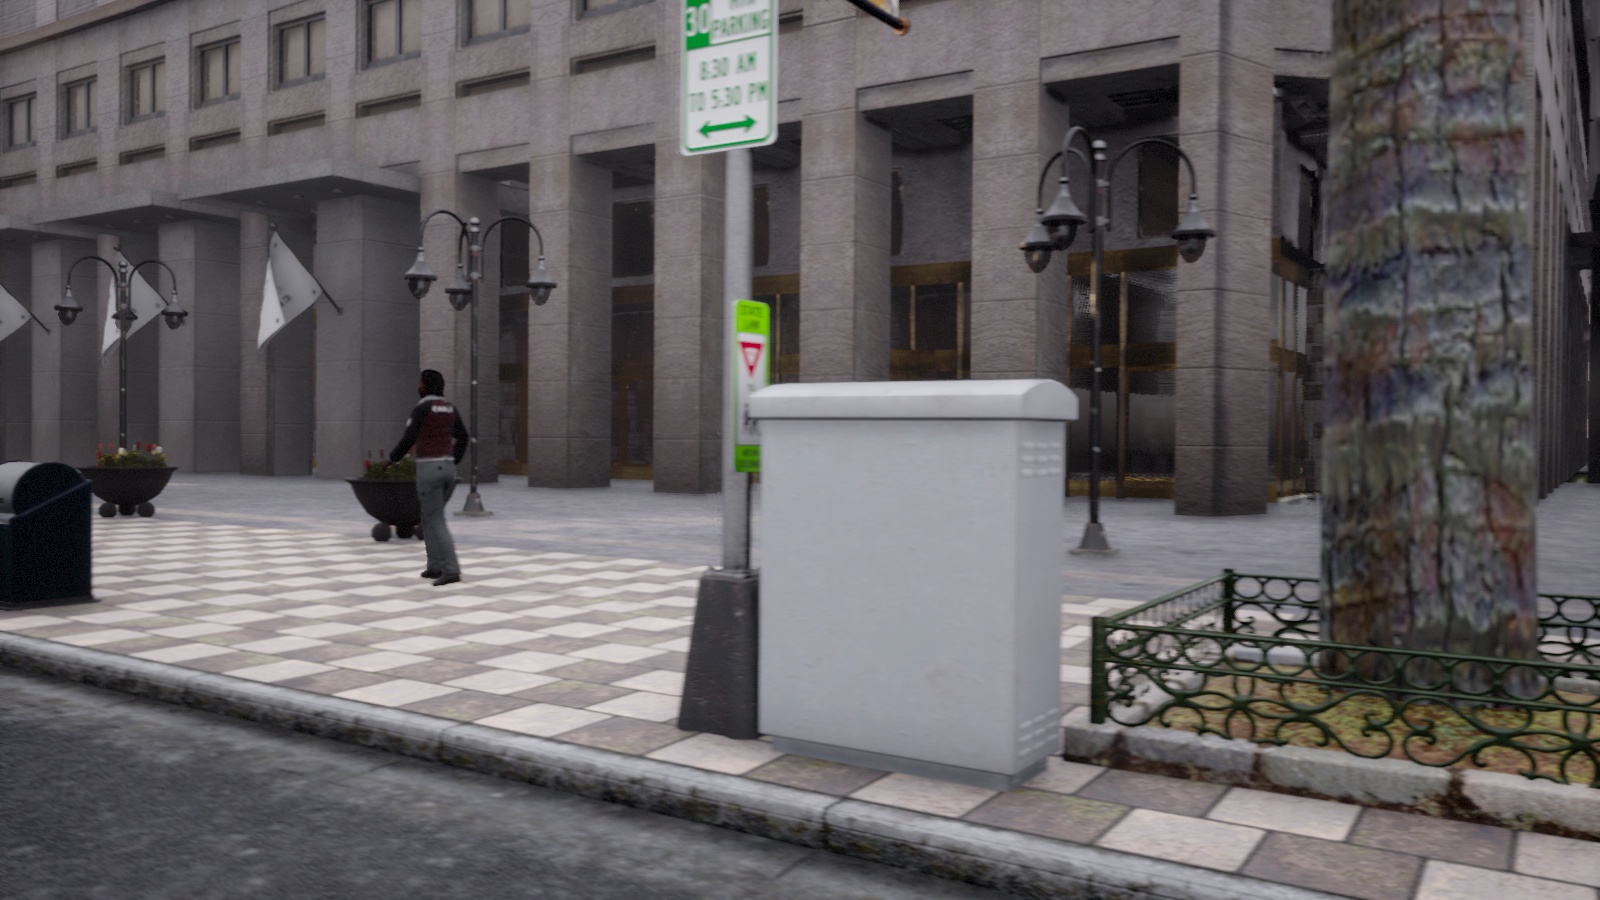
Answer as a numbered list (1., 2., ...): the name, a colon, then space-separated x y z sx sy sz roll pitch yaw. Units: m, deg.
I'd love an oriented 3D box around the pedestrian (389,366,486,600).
1. pedestrian: -3.086 0.270 10.701 0.666 1.930 0.402 0 1 25
